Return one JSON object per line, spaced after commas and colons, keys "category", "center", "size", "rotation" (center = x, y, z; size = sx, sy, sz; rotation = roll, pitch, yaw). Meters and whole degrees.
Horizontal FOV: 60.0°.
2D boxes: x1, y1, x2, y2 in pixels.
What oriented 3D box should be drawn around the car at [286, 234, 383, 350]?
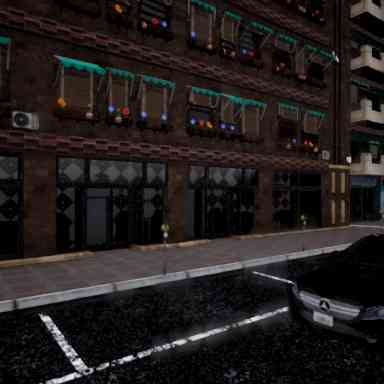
{"category": "car", "center": [3.742, 1.527, 6.037], "size": [4.674, 1.442, 1.812], "rotation": [0, 0, -35]}
